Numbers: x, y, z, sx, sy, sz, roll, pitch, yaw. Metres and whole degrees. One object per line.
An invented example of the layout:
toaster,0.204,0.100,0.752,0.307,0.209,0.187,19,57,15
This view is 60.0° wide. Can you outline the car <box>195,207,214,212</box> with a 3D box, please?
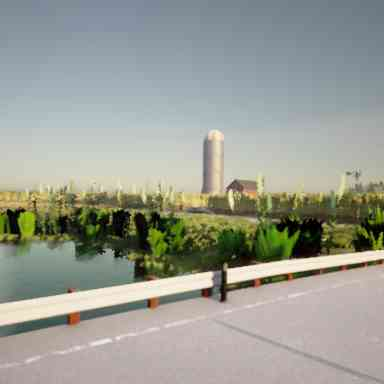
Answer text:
car,1.483,3.102,52.320,1.837,1.490,4.892,2,-1,-43
